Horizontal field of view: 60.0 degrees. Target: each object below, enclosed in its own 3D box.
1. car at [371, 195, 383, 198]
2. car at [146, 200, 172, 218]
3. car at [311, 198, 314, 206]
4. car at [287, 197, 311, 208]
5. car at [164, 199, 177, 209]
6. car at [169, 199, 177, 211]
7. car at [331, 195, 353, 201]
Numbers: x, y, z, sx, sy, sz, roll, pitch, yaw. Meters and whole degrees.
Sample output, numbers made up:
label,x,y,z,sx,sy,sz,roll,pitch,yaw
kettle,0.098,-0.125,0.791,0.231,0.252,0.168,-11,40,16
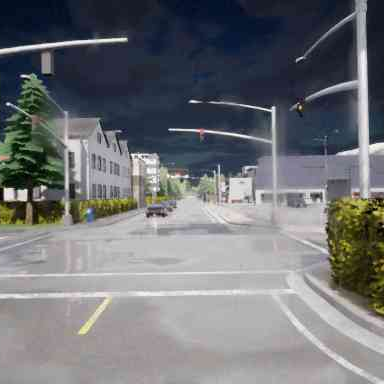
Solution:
label,x,y,z,sx,sy,sz,roll,pitch,yaw
car,19.128,1.183,31.253,1.905,1.878,3.866,-1,-1,0
car,-3.589,1.844,34.567,2.033,1.411,5.357,-1,-1,0
car,19.091,1.573,56.179,1.970,1.475,3.806,-1,-1,0
car,15.443,1.629,49.122,2.007,1.523,4.514,-1,-1,0
car,-3.524,1.995,55.276,1.837,1.490,4.892,-1,-1,0
car,-3.573,1.885,44.863,2.128,1.511,4.902,-1,-1,0
car,25.506,1.398,56.516,2.152,1.636,5.027,-1,-1,0
